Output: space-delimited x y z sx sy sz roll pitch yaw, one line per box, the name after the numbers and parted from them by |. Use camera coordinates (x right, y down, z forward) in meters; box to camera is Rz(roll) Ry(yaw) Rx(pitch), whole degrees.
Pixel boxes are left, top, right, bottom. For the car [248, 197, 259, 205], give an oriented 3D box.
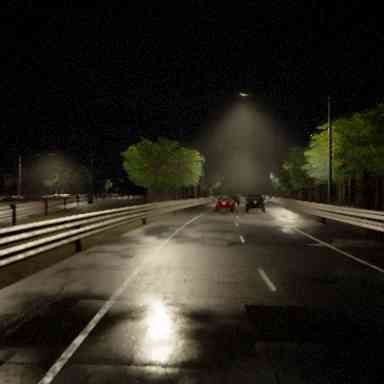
11.073 1.650 60.246 1.895 1.301 4.718 0 0 10 | car

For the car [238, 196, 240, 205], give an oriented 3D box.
7.389 1.263 59.484 2.150 2.045 5.566 0 0 10 | car

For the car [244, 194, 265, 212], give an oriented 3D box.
7.361 1.243 38.954 2.150 2.045 5.566 0 0 10 | car

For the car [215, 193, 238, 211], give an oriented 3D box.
4.010 1.362 40.055 2.097 1.767 4.553 0 0 10 | car
